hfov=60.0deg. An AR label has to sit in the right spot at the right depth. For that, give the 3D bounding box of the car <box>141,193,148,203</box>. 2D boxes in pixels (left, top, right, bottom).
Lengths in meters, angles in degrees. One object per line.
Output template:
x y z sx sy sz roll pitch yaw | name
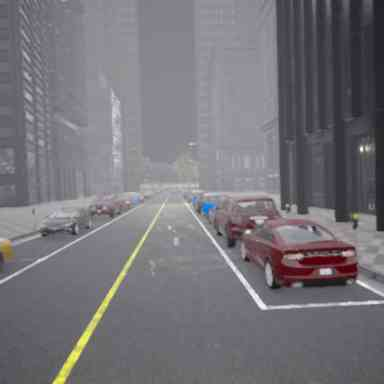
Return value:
-8.482 0.918 52.192 1.967 1.590 4.097 -3 1 -3 | car

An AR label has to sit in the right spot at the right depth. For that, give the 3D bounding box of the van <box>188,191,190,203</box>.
0.796 0.735 39.030 1.690 1.788 3.998 -3 1 -3 | van

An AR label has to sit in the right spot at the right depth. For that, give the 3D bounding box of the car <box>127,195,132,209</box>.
-7.413 1.292 32.502 1.887 1.381 4.507 -3 1 -3 | car

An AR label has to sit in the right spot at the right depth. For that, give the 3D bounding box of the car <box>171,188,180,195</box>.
-4.841 0.089 91.662 2.128 1.511 4.902 -2 1 -3 | car

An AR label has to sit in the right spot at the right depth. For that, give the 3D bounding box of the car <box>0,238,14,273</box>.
-6.085 1.602 7.938 1.752 1.417 4.829 -3 1 -3 | car

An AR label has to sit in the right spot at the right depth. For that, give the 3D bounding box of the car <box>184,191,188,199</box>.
0.247 0.845 48.680 1.802 1.307 4.206 -3 1 -3 | car

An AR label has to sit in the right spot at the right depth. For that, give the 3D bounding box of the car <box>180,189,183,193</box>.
-0.877 0.537 69.459 1.947 1.339 4.313 -3 1 -3 | car

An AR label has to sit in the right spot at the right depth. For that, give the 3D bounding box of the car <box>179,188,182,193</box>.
-1.730 0.263 85.211 1.752 1.417 4.829 -2 1 -3 | car

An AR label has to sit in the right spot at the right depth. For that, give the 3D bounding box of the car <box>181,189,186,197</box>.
-0.596 0.612 64.263 1.947 1.339 4.313 -3 1 -3 | car

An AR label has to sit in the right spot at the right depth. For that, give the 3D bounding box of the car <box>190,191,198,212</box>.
1.333 0.847 28.870 2.192 1.841 5.009 -3 1 -3 | car

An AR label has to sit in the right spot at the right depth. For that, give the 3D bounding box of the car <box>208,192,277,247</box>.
2.139 1.052 13.630 2.192 1.841 5.009 -3 1 -3 | car

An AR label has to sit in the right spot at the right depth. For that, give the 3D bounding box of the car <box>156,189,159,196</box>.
-10.220 0.563 84.411 2.008 1.369 4.403 -2 1 -3 | car

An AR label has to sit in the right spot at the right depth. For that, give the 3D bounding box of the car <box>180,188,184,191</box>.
-1.158 0.447 74.652 2.008 1.369 4.403 -3 1 -3 | car

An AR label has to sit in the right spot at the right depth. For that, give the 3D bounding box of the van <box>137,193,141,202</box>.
-7.949 0.956 42.255 1.690 1.788 3.998 -3 1 -3 | van

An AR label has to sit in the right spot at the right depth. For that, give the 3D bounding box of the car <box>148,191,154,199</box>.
-9.349 0.796 68.304 1.887 1.381 4.507 -3 1 -3 | car

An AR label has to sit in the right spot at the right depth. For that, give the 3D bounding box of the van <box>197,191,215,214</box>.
1.602 0.942 23.790 1.690 1.788 3.998 -3 1 -3 | van

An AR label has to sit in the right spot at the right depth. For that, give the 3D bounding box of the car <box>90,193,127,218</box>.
-7.159 1.128 27.619 2.192 1.841 5.009 -3 1 -3 | car

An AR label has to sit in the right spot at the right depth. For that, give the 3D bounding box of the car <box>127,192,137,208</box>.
-7.681 1.121 37.378 1.967 1.590 4.097 -3 1 -3 | car

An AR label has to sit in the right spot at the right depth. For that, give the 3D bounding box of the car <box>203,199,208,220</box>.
1.882 1.251 18.714 1.802 1.307 4.206 -3 1 -3 | car

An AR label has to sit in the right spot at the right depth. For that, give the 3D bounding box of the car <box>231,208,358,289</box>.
2.418 1.350 8.553 1.887 1.381 4.507 -3 1 -3 | car

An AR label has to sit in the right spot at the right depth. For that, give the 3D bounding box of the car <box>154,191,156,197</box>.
-9.638 0.755 73.673 1.802 1.307 4.206 -3 1 -3 | car

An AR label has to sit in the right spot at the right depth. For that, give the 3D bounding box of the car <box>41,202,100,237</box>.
-6.621 1.495 17.865 2.008 1.369 4.403 -3 1 -3 | car
